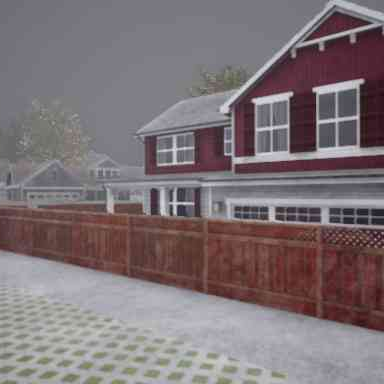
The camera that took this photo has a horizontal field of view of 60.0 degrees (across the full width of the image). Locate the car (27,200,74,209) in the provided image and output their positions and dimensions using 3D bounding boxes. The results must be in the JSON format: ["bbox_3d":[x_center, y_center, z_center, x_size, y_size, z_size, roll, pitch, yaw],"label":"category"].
[{"bbox_3d":[-12.241,1.483,28.871,4.553,1.767,2.097,0,-1,-35],"label":"car"}]
